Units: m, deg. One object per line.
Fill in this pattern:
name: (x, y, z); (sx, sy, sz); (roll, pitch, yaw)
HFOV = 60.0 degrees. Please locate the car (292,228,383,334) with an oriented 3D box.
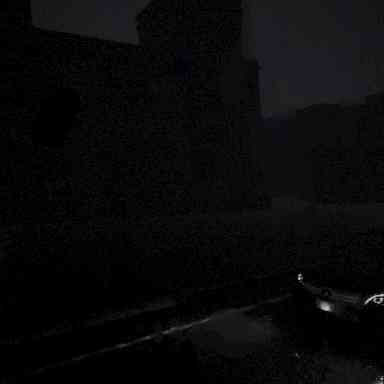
car: (3.965, 1.458, 6.406); (4.674, 1.442, 1.812); (-1, 0, -34)
